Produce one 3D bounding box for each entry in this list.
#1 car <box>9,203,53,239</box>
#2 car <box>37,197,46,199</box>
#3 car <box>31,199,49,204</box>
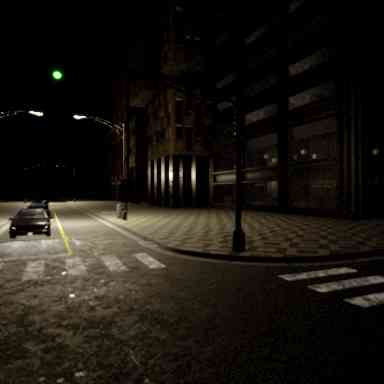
[{"bbox_3d":[-8.628,1.577,17.988,2.033,1.411,5.357,0,0,-24],"label":"car"},{"bbox_3d":[-23.329,1.601,51.496,1.837,1.490,4.892,0,-1,-24],"label":"car"},{"bbox_3d":[-13.800,1.613,29.768,1.994,1.385,4.181,0,0,-24],"label":"car"}]
